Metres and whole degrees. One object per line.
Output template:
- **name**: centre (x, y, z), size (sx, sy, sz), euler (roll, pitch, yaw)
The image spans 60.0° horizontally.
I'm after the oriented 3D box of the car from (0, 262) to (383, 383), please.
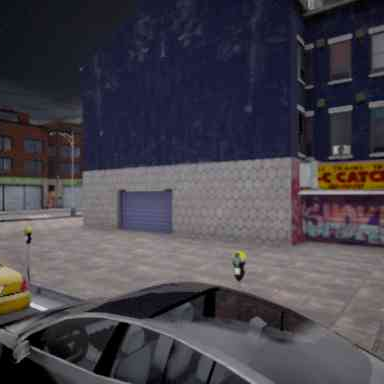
- **car**: centre (-0.395, 1.564, 3.098), size (4.313, 1.339, 1.947), euler (0, 0, 36)
